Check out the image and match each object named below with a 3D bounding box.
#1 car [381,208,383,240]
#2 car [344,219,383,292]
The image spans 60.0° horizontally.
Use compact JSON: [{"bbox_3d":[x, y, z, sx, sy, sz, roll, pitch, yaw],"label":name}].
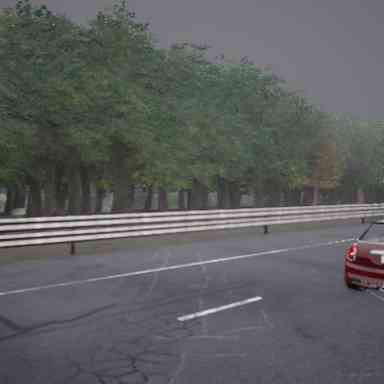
[{"bbox_3d":[11.536,1.499,16.281,4.902,1.511,2.128,0,0,-36],"label":"car"},{"bbox_3d":[5.584,1.354,7.735,4.553,1.767,2.097,0,0,-36],"label":"car"}]
